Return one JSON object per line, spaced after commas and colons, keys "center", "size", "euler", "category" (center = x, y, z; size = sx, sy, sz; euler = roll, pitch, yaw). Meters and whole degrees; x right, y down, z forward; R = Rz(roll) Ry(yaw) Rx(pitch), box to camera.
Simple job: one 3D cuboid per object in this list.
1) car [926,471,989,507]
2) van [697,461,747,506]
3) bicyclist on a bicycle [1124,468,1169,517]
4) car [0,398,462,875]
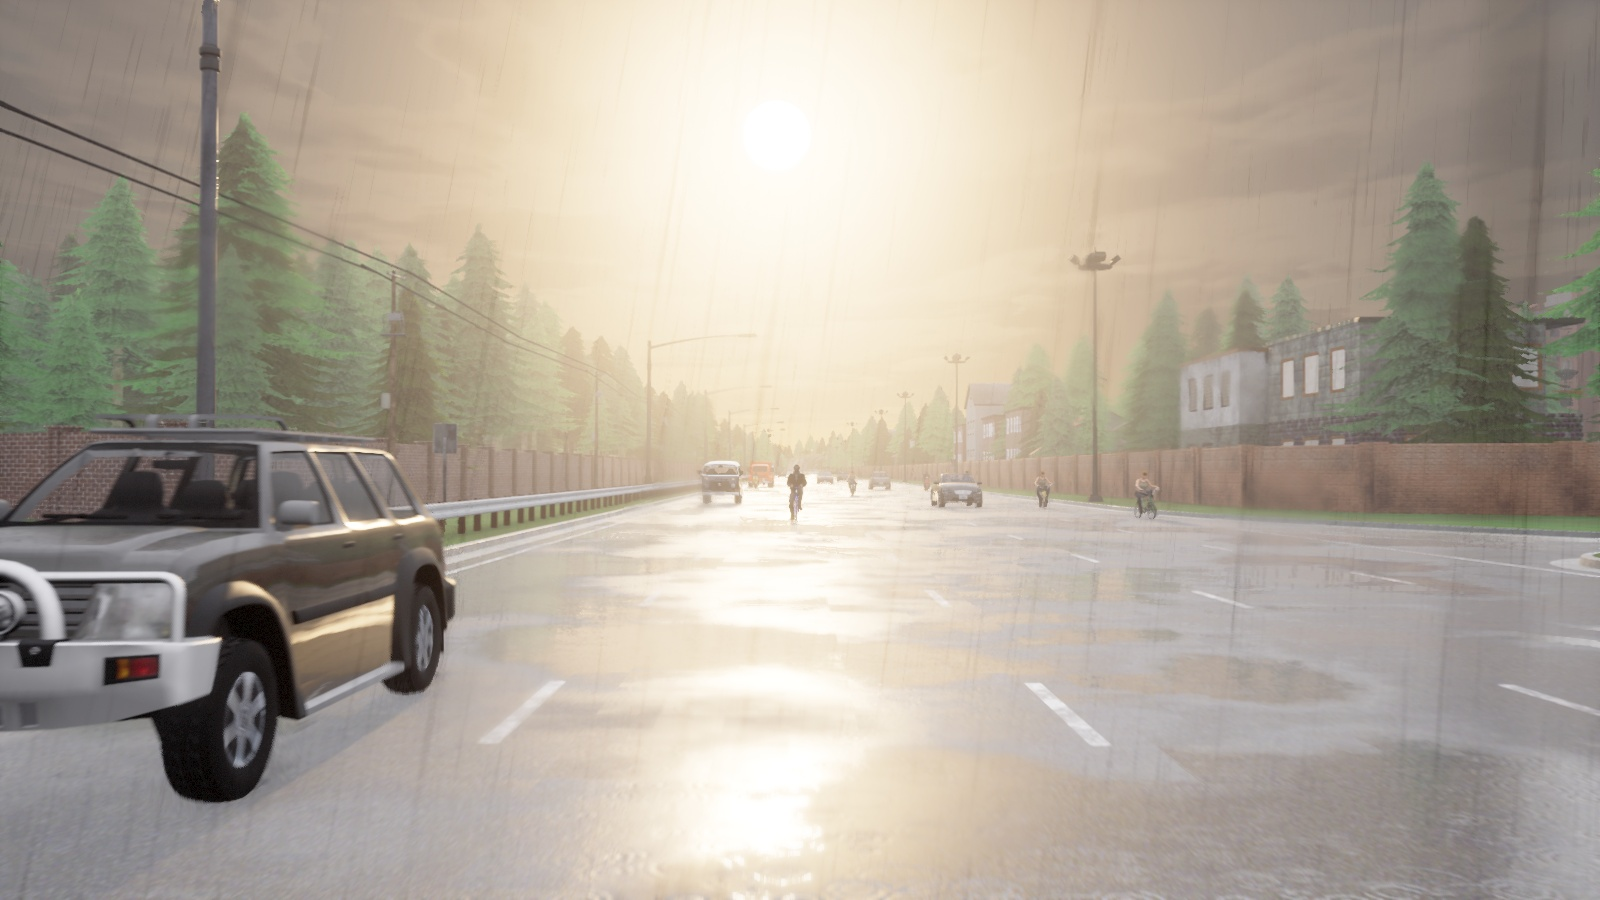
{"center": [6.863, 1.667, 55.190], "size": [2.128, 1.511, 4.902], "euler": [0, -1, 0], "category": "car"}
{"center": [-3.649, 1.550, 59.578], "size": [2.069, 2.038, 4.480], "euler": [0, -1, 0], "category": "van"}
{"center": [11.535, 1.405, 41.839], "size": [0.866, 1.612, 1.509], "euler": [0, -1, -12], "category": "bicyclist on a bicycle"}
{"center": [-3.519, 0.766, 7.198], "size": [1.932, 1.855, 4.605], "euler": [0, -1, 0], "category": "car"}
